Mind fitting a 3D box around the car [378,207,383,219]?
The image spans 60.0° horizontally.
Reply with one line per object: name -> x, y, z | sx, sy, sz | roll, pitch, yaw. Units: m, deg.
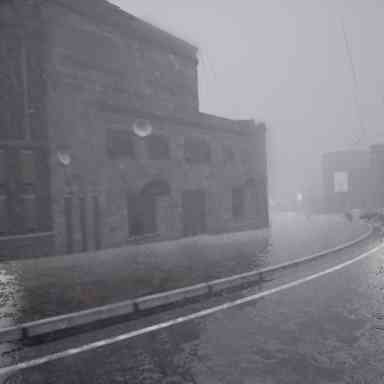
car -> 25.222, 2.818, 44.542 | 2.128, 1.511, 4.902 | -3, -3, 5

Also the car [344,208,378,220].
car -> 21.244, 2.877, 42.631 | 2.033, 1.411, 5.357 | -2, -2, 6
